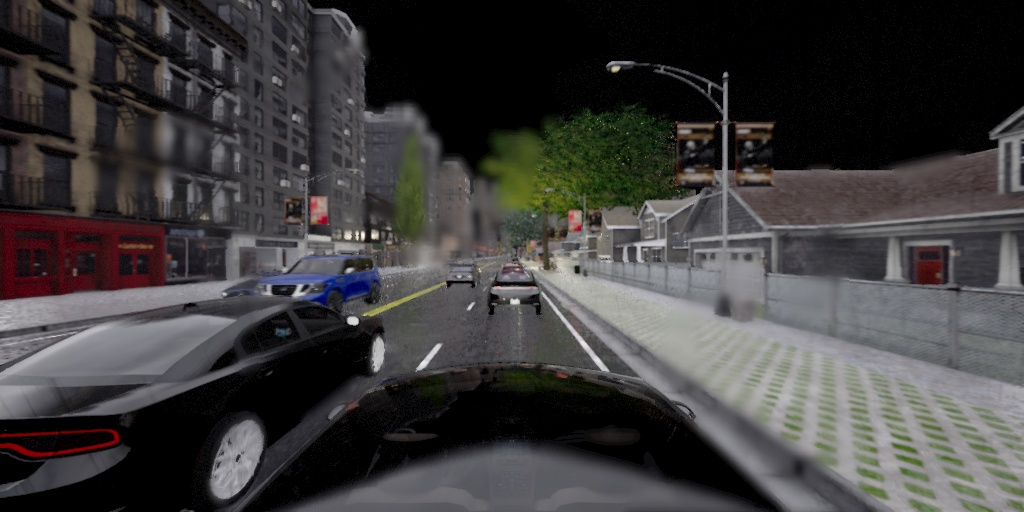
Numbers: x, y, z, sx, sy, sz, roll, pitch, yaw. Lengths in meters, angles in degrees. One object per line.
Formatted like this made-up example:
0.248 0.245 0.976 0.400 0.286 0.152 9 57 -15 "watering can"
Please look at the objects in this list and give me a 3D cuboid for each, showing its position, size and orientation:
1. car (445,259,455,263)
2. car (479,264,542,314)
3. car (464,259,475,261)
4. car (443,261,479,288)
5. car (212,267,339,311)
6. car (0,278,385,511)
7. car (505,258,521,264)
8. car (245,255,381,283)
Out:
-9.810 1.240 58.169 1.994 1.385 4.181 0 0 0 "car"
0.098 1.236 13.747 2.128 1.511 4.902 0 0 0 "car"
-6.559 1.188 55.267 1.837 1.490 4.892 0 0 0 "car"
-3.152 1.285 23.964 2.033 1.411 5.357 0 0 0 "car"
-9.851 1.291 15.657 2.033 1.411 5.357 0 0 0 "car"
-3.150 1.226 4.337 1.882 1.535 5.008 0 0 0 "car"
0.097 1.206 31.547 1.882 1.535 5.008 0 0 0 "car"
-6.600 0.966 12.997 2.150 2.045 5.566 0 0 0 "car"
